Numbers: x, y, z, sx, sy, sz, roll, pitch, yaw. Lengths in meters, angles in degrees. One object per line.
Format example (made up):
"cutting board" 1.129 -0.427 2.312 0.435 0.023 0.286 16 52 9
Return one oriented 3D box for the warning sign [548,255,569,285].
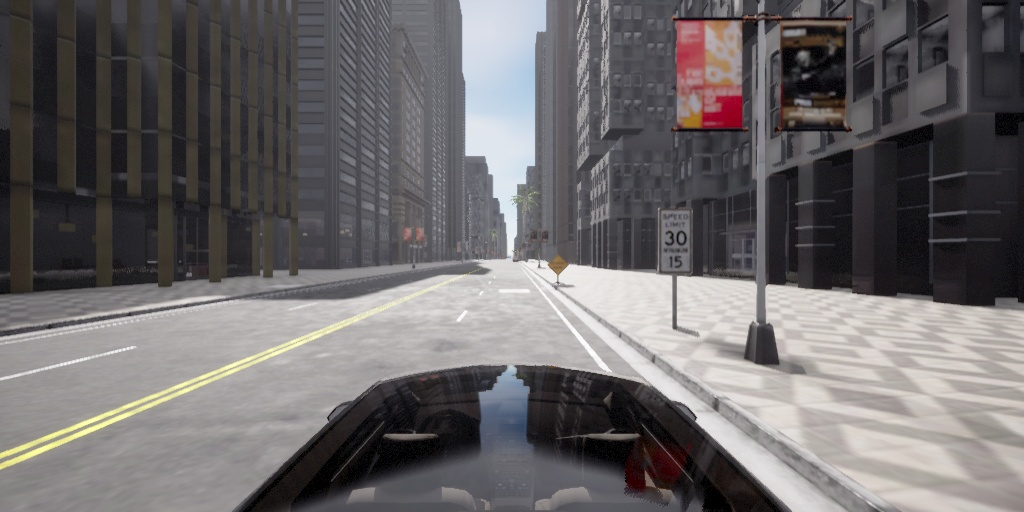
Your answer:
"warning sign" 2.850 0.842 22.210 1.300 1.860 1.060 0 0 0
